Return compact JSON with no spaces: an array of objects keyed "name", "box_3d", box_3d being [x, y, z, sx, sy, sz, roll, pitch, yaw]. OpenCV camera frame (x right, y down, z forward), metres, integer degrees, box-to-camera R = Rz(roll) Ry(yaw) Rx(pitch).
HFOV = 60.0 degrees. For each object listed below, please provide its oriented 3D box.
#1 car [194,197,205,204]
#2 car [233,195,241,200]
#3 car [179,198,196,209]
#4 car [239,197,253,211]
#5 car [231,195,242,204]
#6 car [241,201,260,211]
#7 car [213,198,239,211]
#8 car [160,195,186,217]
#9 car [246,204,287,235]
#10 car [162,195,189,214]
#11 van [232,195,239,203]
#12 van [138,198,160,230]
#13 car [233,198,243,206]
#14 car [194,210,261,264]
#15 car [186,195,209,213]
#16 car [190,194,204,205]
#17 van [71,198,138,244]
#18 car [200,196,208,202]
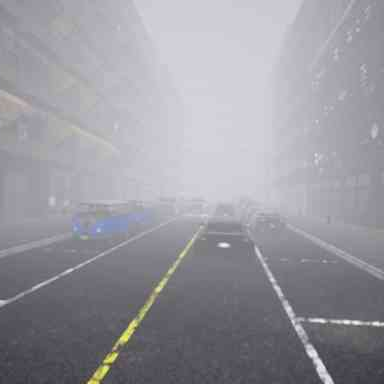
[{"name":"car","box_3d":[1.565,1.702,70.032,1.887,1.381,4.507,3,0,6]},{"name":"car","box_3d":[6.617,1.504,41.675,2.192,1.841,5.009,3,0,6]},{"name":"car","box_3d":[-0.642,1.606,48.022,1.947,1.339,4.313,3,0,6]},{"name":"car","box_3d":[5.549,1.586,30.664,1.967,1.590,4.097,3,0,6]},{"name":"car","box_3d":[9.926,1.680,74.698,2.192,1.841,5.009,2,0,6]},{"name":"car","box_3d":[4.985,1.670,25.161,1.887,1.381,4.507,3,0,6]},{"name":"car","box_3d":[2.867,1.588,28.917,1.837,1.490,4.892,1,0,6]},{"name":"car","box_3d":[-2.285,1.287,31.512,2.192,1.841,5.009,3,0,6]},{"name":"car","box_3d":[4.434,1.651,19.659,1.887,1.381,4.507,3,0,6]},{"name":"car","box_3d":[-1.733,1.308,37.014,2.192,1.841,5.009,3,0,6]},{"name":"van","box_3d":[10.476,1.743,80.202,1.690,1.788,3.998,2,0,6]},{"name":"van","box_3d":[-3.390,1.273,20.506,1.690,1.788,3.998,3,0,6]},{"name":"car","box_3d":[8.812,1.880,63.690,1.802,1.307,4.206,2,0,6]},{"name":"car","box_3d":[1.178,1.591,12.088,1.994,1.385,4.181,1,0,6]},{"name":"car","box_3d":[0.711,1.398,36.381,2.097,1.767,4.553,1,0,6]},{"name":"car","box_3d":[1.024,1.440,64.528,2.192,1.841,5.009,3,0,6]},{"name":"van","box_3d":[-3.941,1.256,15.002,1.690,1.788,3.998,3,0,6]},{"name":"car","box_3d":[3.217,1.848,86.543,1.802,1.307,4.206,3,0,6]}]
